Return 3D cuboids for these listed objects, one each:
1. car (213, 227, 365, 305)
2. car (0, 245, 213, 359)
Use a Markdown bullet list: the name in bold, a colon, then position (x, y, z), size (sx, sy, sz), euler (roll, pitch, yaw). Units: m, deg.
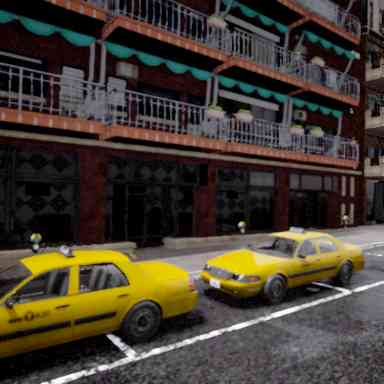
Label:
- **car**: position (2.446, 1.597, 8.288), size (4.829, 1.417, 1.752), euler (1, 0, -35)
- **car**: position (-2.163, 1.537, 5.001), size (4.829, 1.417, 1.752), euler (1, 1, -35)
